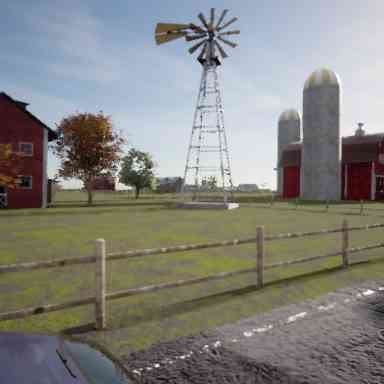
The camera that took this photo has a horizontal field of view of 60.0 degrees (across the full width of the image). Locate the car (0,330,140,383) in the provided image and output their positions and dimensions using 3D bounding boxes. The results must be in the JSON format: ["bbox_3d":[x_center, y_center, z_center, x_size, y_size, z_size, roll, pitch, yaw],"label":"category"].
[{"bbox_3d":[-2.171,1.563,1.516,4.181,1.385,1.994,0,0,-36],"label":"car"}]
